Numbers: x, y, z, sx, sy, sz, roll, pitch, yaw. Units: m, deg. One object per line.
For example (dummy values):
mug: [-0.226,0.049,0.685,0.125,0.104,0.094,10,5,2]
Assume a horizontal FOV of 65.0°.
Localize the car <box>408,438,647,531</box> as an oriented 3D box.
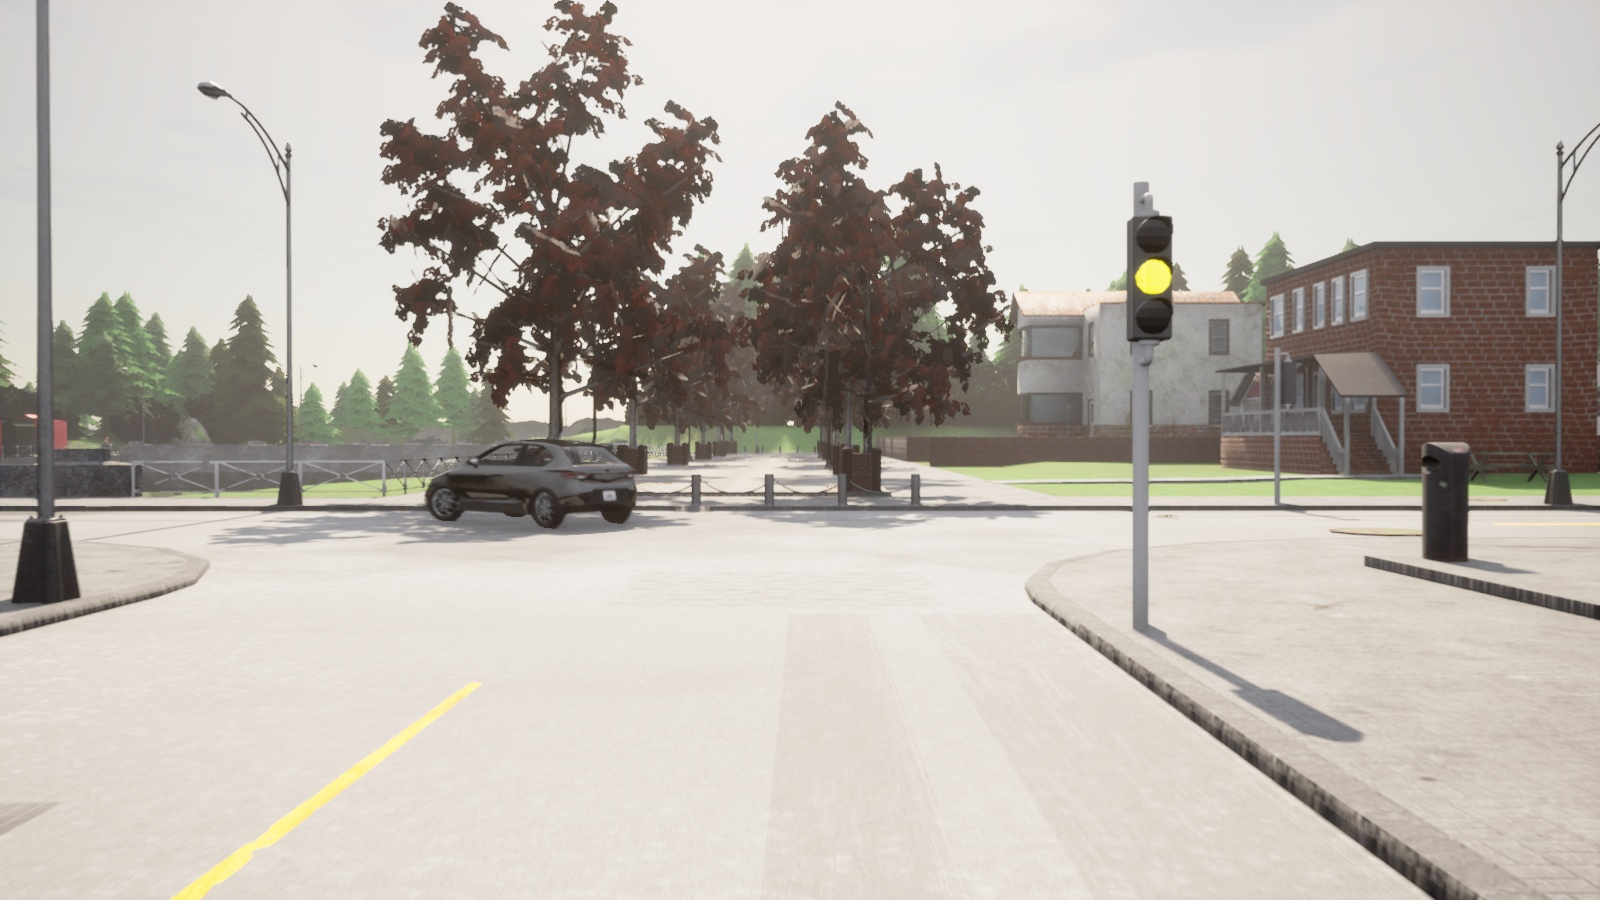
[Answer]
car: [-4.822,0.529,21.976,4.193,1.474,1.816,0,1,38]
